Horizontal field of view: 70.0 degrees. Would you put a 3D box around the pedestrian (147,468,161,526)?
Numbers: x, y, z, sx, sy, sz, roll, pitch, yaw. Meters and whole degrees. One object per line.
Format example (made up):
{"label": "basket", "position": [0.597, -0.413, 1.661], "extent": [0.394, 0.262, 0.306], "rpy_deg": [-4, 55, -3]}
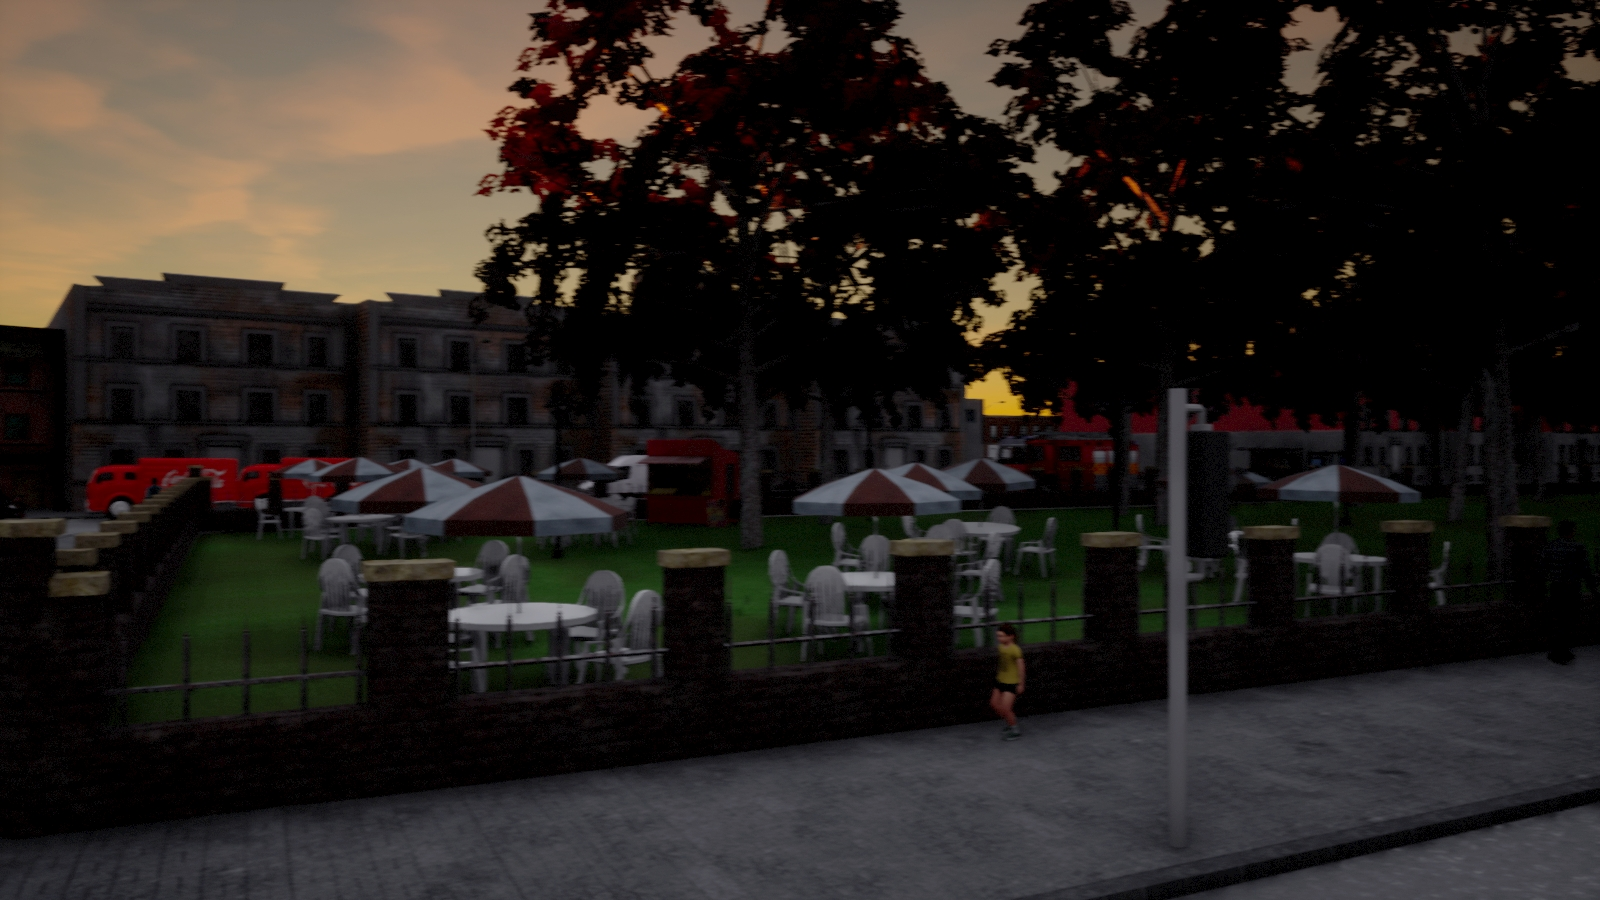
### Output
{"label": "pedestrian", "position": [-20.827, 1.515, 36.844], "extent": [0.375, 1.860, 0.375], "rpy_deg": [0, 0, -25]}

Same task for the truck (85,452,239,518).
{"label": "truck", "position": [-25.536, 1.338, 45.763], "extent": [5.204, 2.467, 2.627], "rpy_deg": [0, 0, -33]}

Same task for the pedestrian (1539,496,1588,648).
{"label": "pedestrian", "position": [9.612, 1.523, 14.384], "extent": [0.375, 1.860, 0.375], "rpy_deg": [0, 0, -26]}

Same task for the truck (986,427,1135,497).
{"label": "truck", "position": [15.115, 0.660, 66.178], "extent": [8.468, 3.827, 2.891], "rpy_deg": [0, 0, -26]}

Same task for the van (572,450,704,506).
{"label": "van", "position": [-7.730, 1.304, 54.759], "extent": [5.915, 2.561, 1.988], "rpy_deg": [0, 0, -26]}

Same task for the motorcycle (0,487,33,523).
{"label": "motorcycle", "position": [-28.949, 1.976, 41.035], "extent": [0.867, 1.251, 2.209], "rpy_deg": [0, 0, 23]}

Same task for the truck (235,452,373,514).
{"label": "truck", "position": [-20.971, 1.337, 48.277], "extent": [5.204, 2.467, 2.627], "rpy_deg": [0, 0, -27]}

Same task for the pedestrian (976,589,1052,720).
{"label": "pedestrian", "position": [1.996, 1.894, 10.678], "extent": [0.500, 1.100, 0.500], "rpy_deg": [0, 0, -26]}
